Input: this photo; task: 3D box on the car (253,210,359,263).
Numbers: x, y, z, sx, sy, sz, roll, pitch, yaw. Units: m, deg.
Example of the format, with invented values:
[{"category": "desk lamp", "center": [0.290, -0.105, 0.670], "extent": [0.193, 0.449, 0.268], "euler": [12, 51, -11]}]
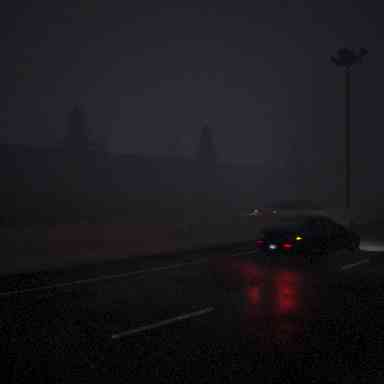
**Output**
[{"category": "car", "center": [4.297, 1.543, 12.037], "extent": [4.674, 1.442, 1.812], "euler": [0, 0, -41]}]

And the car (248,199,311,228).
[{"category": "car", "center": [6.224, 1.384, 23.311], "extent": [4.553, 1.767, 2.097], "euler": [0, 0, -42]}]

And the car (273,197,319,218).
[{"category": "car", "center": [9.791, 1.396, 31.225], "extent": [4.553, 1.767, 2.097], "euler": [0, 0, -42]}]
